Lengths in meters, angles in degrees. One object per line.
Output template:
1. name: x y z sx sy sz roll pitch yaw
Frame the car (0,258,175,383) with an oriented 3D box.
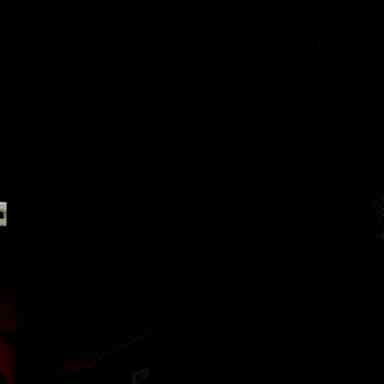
1. car: -2.294 1.559 4.352 4.507 1.381 1.887 0 0 35
